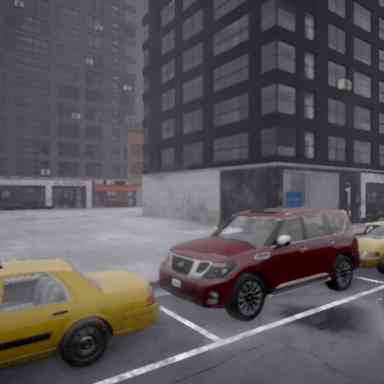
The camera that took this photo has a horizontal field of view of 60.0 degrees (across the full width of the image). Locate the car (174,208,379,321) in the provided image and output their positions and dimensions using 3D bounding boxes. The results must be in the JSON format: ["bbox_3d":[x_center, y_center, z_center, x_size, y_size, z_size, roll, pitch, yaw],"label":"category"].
[{"bbox_3d":[1.768,1.315,7.447,5.009,1.841,2.192,0,0,-35],"label":"car"}]

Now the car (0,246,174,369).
[{"bbox_3d":[-2.776,1.526,4.209,4.829,1.417,1.752,0,0,-35],"label":"car"}]

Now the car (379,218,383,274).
[{"bbox_3d":[6.036,1.524,10.487,4.829,1.417,1.752,0,0,-35],"label":"car"}]
